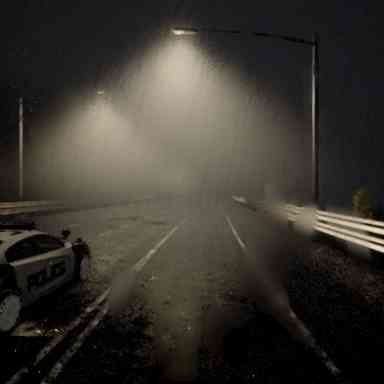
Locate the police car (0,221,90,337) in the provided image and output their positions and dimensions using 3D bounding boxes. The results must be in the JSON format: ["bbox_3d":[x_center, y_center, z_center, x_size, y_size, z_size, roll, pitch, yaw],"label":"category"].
[{"bbox_3d":[-3.680,1.427,6.803,1.930,1.638,5.238,0,0,4],"label":"police car"}]
